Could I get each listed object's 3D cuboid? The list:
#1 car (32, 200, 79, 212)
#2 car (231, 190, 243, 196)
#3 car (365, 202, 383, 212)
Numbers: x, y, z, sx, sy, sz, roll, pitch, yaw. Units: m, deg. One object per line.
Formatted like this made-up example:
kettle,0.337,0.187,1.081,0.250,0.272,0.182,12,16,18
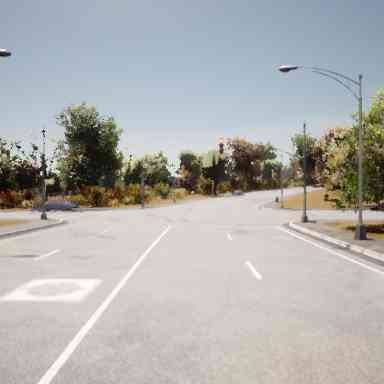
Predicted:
car,-16.827,1.685,41.184,5.357,1.411,2.033,-1,0,3
car,11.812,0.221,86.467,1.812,1.442,4.674,0,3,30
car,23.319,1.470,38.806,5.357,1.411,2.033,-1,0,3
